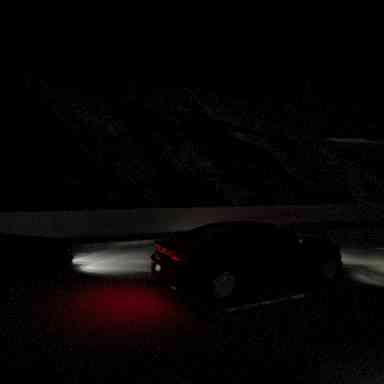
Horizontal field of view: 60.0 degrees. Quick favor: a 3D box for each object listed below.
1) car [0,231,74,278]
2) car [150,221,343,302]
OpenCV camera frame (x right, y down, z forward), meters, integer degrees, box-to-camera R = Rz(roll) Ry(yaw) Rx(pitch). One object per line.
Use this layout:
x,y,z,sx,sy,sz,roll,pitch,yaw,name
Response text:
-5.864,1.477,8.252,5.357,1.411,2.033,0,0,-35,car
1.480,1.446,8.139,5.008,1.535,1.882,0,0,-27,car
